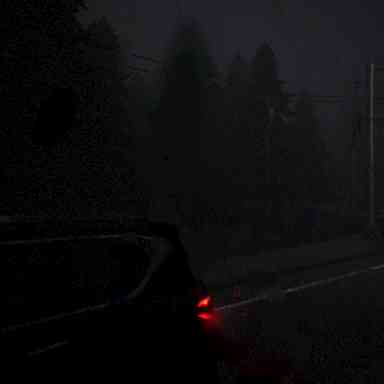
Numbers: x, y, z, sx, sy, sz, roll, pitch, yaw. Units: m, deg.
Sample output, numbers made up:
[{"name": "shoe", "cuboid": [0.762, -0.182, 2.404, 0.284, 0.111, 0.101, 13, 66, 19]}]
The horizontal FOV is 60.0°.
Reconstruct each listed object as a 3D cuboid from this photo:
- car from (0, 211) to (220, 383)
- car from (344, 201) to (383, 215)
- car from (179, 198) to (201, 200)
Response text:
[{"name": "car", "cuboid": [-2.347, 1.220, 2.318, 5.566, 2.045, 2.150, 0, 0, -36]}, {"name": "car", "cuboid": [17.783, 1.619, 34.663, 1.994, 1.385, 4.181, 0, 0, -8]}, {"name": "car", "cuboid": [-0.179, 1.660, 65.214, 4.718, 1.301, 1.895, 0, 0, 27]}]
